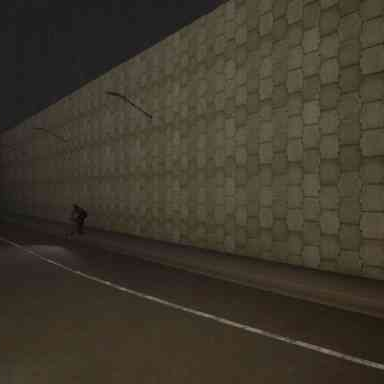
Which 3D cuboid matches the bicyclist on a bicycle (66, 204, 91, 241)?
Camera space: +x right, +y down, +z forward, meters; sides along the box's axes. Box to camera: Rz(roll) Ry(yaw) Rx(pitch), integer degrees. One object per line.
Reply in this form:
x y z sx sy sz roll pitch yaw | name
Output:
-5.256 1.331 15.401 0.582 1.620 1.656 3 10 22 | bicyclist on a bicycle
